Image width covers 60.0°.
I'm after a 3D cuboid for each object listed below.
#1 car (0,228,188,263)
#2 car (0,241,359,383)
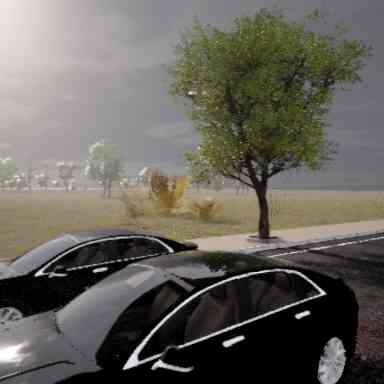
[{"bbox_3d":[-1.981,1.502,6.264,4.892,1.490,1.837,0,0,-36],"label":"car"},{"bbox_3d":[-0.095,1.502,3.618,4.892,1.490,1.837,0,0,-36],"label":"car"}]
